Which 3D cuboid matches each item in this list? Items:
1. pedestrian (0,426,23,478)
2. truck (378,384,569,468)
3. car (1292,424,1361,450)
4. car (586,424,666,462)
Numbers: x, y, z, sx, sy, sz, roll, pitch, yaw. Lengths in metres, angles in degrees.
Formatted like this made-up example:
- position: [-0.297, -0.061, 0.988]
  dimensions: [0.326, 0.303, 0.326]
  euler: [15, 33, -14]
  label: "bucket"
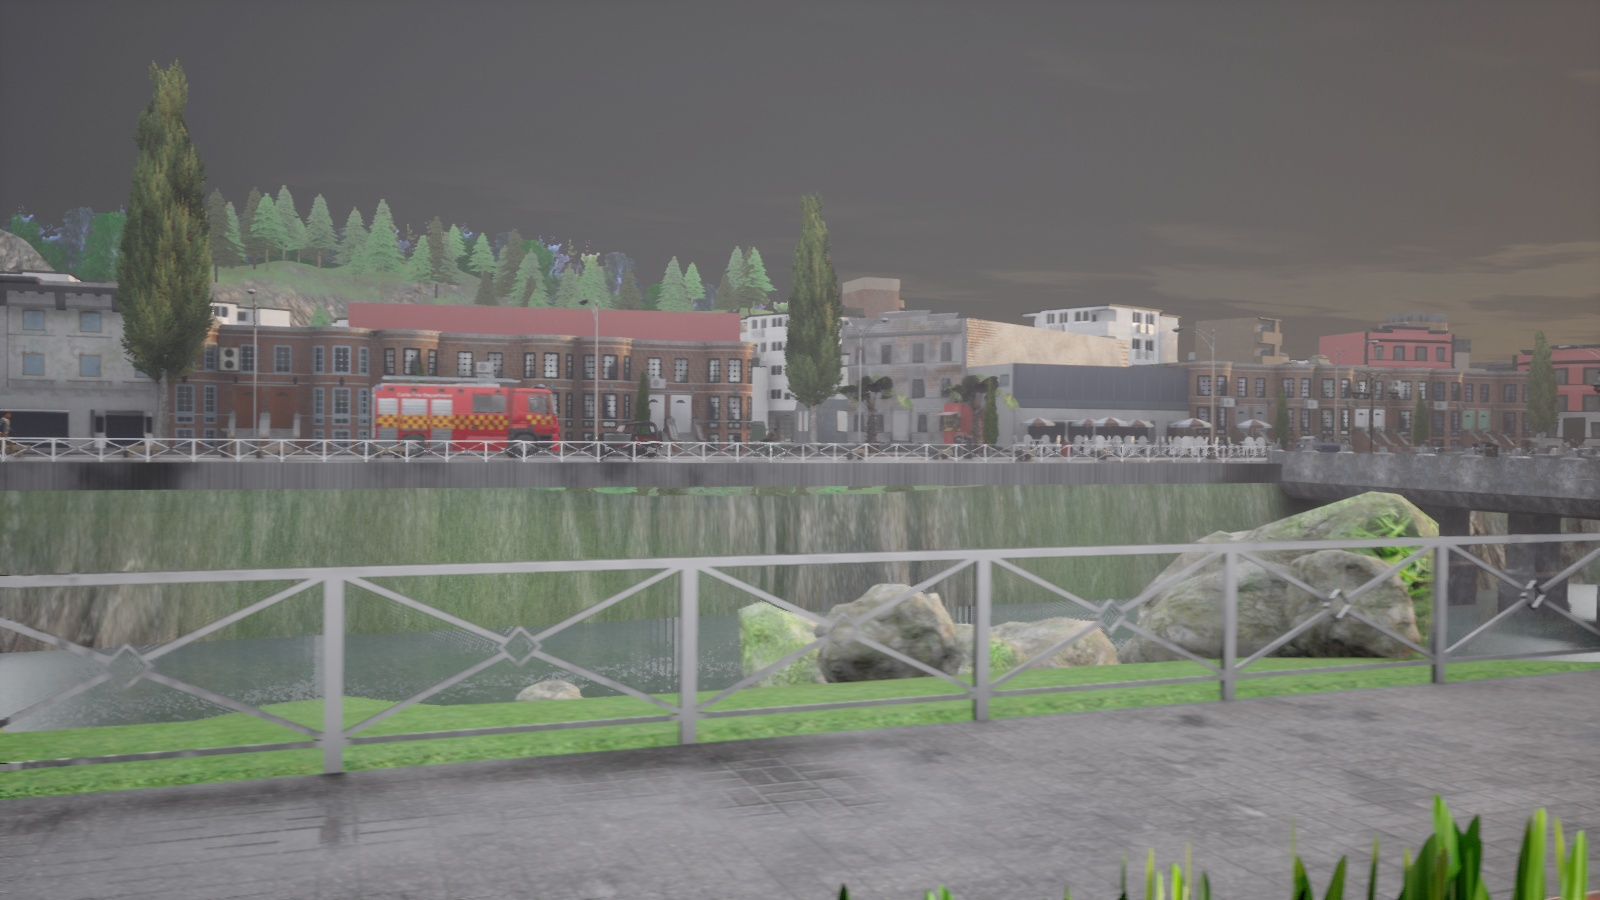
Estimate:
- position: [-29.826, 0.060, 47.329]
  dimensions: [0.788, 1.949, 0.423]
  euler: [-1, 1, -16]
  label: "pedestrian"
- position: [-15.461, -1.169, 59.570]
  dimensions: [8.468, 3.827, 2.891]
  euler: [-1, 1, -21]
  label: "truck"
- position: [32.654, -0.841, 77.893]
  dimensions: [3.705, 1.549, 1.789]
  euler: [-1, 1, -21]
  label: "car"
- position: [-9.187, -0.384, 66.248]
  dimensions: [3.866, 1.878, 1.905]
  euler: [-1, 1, -21]
  label: "car"
